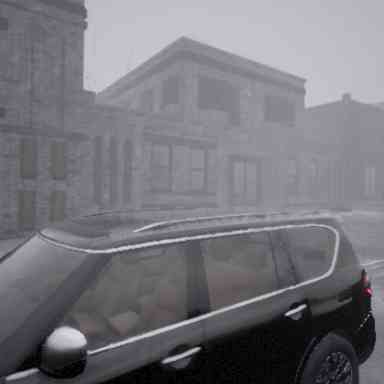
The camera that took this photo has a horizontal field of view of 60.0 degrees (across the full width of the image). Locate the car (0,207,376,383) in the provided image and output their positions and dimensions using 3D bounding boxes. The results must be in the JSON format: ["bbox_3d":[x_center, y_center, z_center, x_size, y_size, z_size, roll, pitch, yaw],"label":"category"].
[{"bbox_3d":[-0.575,1.213,2.966,5.566,2.045,2.150,0,0,-35],"label":"car"}]
